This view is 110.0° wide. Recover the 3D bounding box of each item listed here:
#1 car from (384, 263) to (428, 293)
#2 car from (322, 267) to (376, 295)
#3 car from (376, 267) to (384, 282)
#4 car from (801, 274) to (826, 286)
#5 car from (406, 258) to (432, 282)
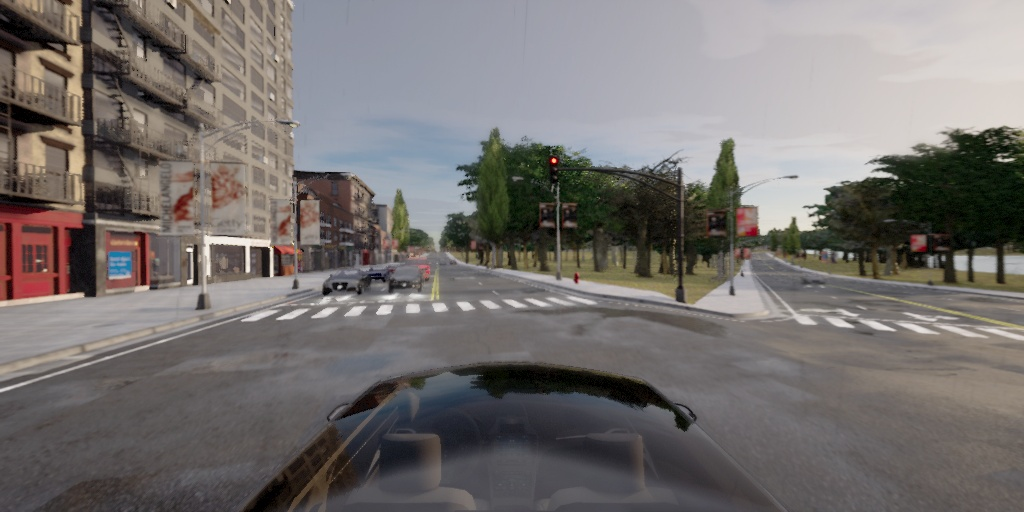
[{"bbox_3d":[-6.416,1.363,22.149,1.837,1.490,4.892,-1,0,-11],"label":"car"},{"bbox_3d":[-9.481,1.454,20.898,1.994,1.385,4.181,-1,0,-12],"label":"car"},{"bbox_3d":[-11.505,1.560,30.734,1.895,1.301,4.718,-1,0,-11],"label":"car"},{"bbox_3d":[36.434,2.871,43.421,1.994,1.385,4.181,0,-1,33],"label":"car"},{"bbox_3d":[-8.342,1.147,31.511,2.150,2.045,5.566,-1,0,-11],"label":"car"}]
